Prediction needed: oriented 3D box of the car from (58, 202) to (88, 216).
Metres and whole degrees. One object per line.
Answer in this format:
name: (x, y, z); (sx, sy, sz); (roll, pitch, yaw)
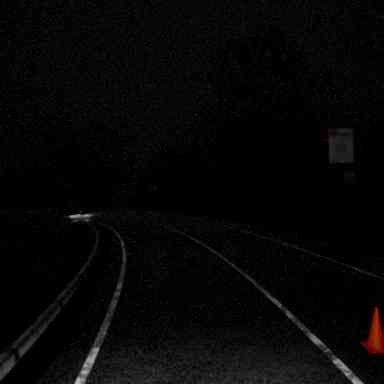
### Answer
car: (-14.012, 1.930, 38.893); (2.033, 1.411, 5.357); (-4, 1, -40)
